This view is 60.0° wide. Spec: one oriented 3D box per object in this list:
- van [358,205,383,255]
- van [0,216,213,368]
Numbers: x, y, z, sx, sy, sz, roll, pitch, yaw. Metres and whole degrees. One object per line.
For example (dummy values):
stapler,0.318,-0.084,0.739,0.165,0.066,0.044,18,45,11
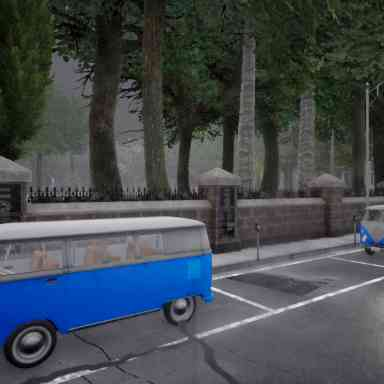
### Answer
van,7.672,1.338,12.037,3.998,1.788,1.690,0,0,-36
van,-1.529,1.341,5.450,3.998,1.788,1.690,0,0,-36
